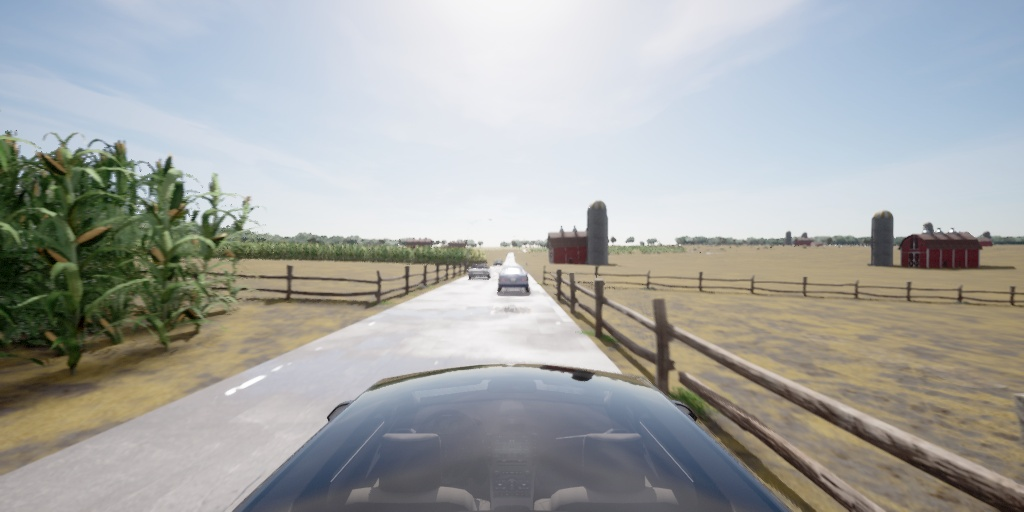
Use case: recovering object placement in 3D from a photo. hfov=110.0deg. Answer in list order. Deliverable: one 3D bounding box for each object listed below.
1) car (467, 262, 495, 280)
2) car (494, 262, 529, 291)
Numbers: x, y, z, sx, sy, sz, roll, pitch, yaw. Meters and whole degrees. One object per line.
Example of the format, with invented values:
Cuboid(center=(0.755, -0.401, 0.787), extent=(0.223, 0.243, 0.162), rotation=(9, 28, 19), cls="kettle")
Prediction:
Cuboid(center=(-2.843, 1.381, 32.174), extent=(1.895, 1.301, 4.718), rotation=(0, 0, 0), cls="car")
Cuboid(center=(0.081, 1.309, 21.749), extent=(2.033, 1.411, 5.357), rotation=(0, 0, 0), cls="car")
